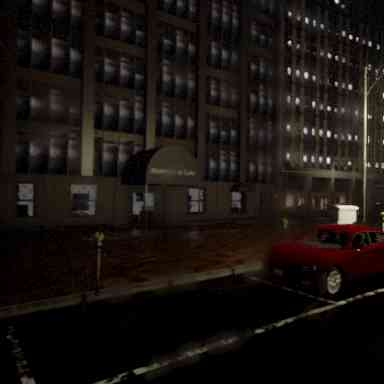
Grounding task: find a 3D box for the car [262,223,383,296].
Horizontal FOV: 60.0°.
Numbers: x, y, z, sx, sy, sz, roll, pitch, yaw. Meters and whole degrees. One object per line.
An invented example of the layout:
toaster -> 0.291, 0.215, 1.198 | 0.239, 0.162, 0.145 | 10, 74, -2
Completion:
car -> 3.778, 1.526, 8.609 | 4.507, 1.381, 1.887 | 0, 1, -34
